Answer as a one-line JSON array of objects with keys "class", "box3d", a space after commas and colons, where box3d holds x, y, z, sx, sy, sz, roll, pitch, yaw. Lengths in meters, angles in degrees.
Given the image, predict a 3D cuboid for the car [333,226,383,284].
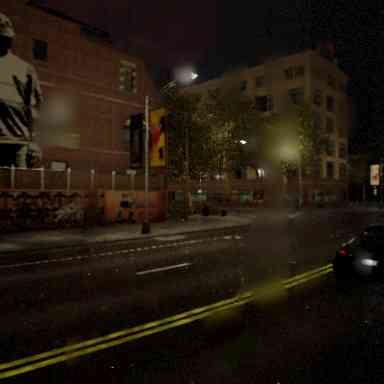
[{"class": "car", "box3d": [5.620, 1.646, 9.255, 4.181, 1.385, 1.994, 0, -1, -44]}]
